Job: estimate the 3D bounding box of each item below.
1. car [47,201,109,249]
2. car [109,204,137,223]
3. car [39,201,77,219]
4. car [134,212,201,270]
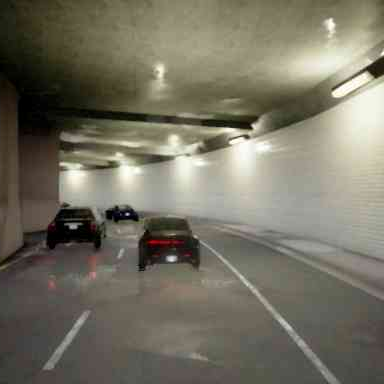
[{"bbox_3d":[-5.138,1.423,15.331,2.097,1.767,4.553,0,0,-11],"label":"car"},{"bbox_3d":[-5.854,1.678,27.257,1.994,1.385,4.181,0,0,-27],"label":"car"},{"bbox_3d":[-12.926,1.648,31.834,2.128,1.511,4.902,0,0,-37],"label":"car"},{"bbox_3d":[-0.884,1.546,11.311,1.837,1.490,4.892,0,0,-8],"label":"car"}]
